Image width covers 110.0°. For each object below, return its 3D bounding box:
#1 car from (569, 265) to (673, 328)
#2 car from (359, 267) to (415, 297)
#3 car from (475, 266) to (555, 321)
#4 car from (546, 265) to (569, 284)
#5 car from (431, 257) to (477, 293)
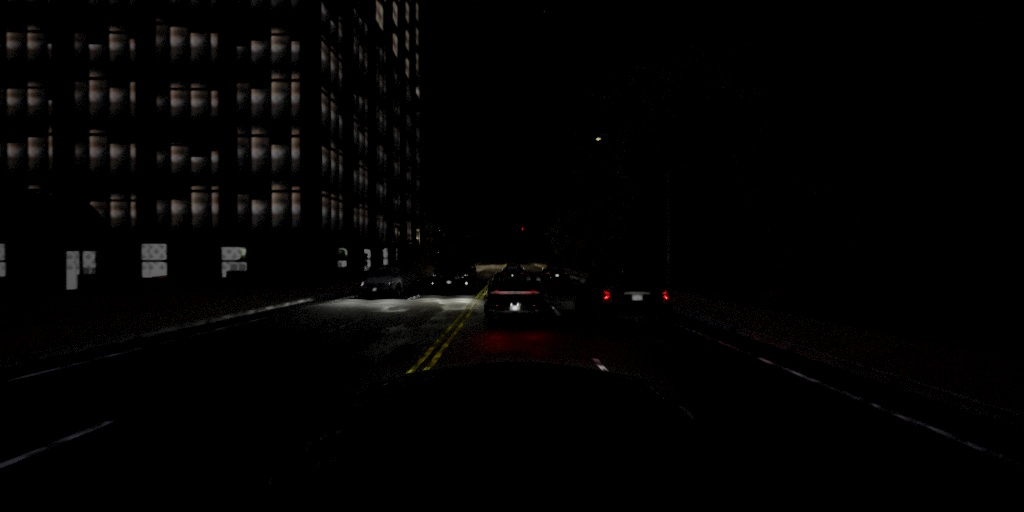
[{"bbox_3d":[3.339,1.138,11.666,2.097,1.767,4.553,0,0,0],"label":"car"},{"bbox_3d":[-6.602,1.341,19.544,1.812,1.442,4.674,0,0,0],"label":"car"},{"bbox_3d":[0.093,1.281,12.671,2.128,1.511,4.902,0,0,0],"label":"car"},{"bbox_3d":[3.343,1.413,28.465,1.994,1.385,4.181,0,0,0],"label":"car"},{"bbox_3d":[-3.351,1.047,21.789,2.150,2.045,5.566,0,0,0],"label":"car"}]
